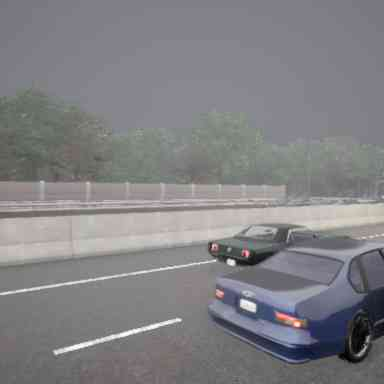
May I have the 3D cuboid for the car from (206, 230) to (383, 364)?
[{"bbox_3d":[2.780,1.550,5.858,5.357,1.411,2.033,0,0,-36],"label":"car"}]

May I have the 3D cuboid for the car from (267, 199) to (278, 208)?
[{"bbox_3d":[11.735,1.532,42.458,4.892,1.490,1.837,0,0,-35],"label":"car"}]

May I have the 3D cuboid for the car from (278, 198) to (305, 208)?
[{"bbox_3d":[12.652,1.531,38.816,4.892,1.490,1.837,0,0,-35],"label":"car"}]

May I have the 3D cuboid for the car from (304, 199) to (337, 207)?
[{"bbox_3d":[14.690,1.530,35.972,4.892,1.490,1.837,0,0,-35],"label":"car"}]

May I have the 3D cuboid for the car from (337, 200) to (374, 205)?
[{"bbox_3d":[16.934,1.626,33.275,4.718,1.301,1.895,0,0,-35],"label":"car"}]

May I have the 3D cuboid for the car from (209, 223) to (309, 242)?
[{"bbox_3d":[2.859,1.606,10.214,4.718,1.301,1.895,0,0,-36],"label":"car"}]
